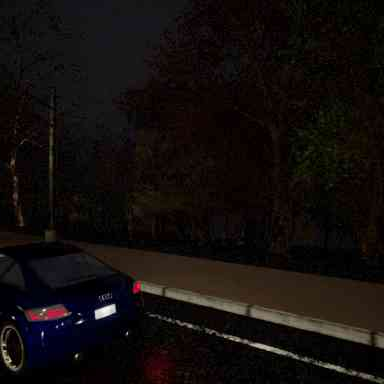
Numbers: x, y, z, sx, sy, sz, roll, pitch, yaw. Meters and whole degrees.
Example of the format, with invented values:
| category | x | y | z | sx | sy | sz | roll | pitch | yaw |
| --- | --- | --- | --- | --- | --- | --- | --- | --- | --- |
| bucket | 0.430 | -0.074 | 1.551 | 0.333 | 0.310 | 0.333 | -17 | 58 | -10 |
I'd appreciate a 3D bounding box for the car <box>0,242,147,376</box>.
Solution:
| category | x | y | z | sx | sy | sz | roll | pitch | yaw |
| --- | --- | --- | --- | --- | --- | --- | --- | --- | --- |
| car | -2.763 | 1.563 | 5.638 | 4.181 | 1.385 | 1.994 | 0 | 0 | 37 |
